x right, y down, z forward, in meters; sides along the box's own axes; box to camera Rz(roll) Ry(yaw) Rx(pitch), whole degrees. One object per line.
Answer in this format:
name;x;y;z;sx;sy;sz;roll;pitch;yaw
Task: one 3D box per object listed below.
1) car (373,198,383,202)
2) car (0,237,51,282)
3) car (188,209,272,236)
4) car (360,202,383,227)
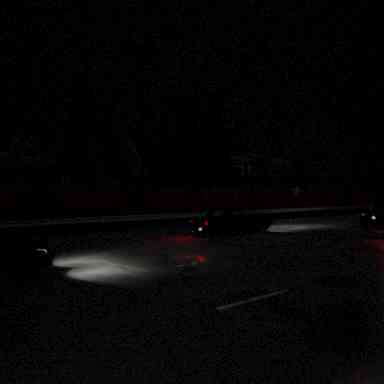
car;17.594;1.349;29.464;4.553;1.767;2.097;0;0;-36
car;-5.952;1.525;8.098;4.674;1.442;1.812;0;0;-36
car;2.201;1.600;18.300;4.718;1.301;1.895;0;0;-36
car;12.823;1.563;21.682;4.181;1.385;1.994;0;0;-36
